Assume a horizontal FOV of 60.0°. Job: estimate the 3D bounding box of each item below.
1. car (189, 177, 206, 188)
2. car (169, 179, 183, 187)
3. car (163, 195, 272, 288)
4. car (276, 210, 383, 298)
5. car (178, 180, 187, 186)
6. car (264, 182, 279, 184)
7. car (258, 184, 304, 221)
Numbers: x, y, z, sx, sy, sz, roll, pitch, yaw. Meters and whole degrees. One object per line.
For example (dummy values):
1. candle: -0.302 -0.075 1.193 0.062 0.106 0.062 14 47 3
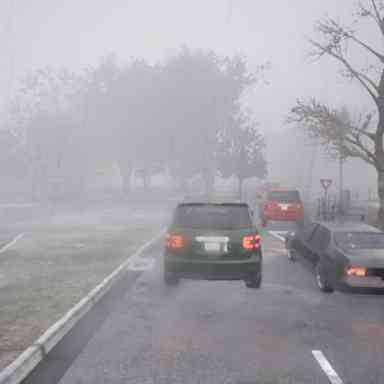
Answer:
1. car: 1.361 -1.811 63.581 2.150 2.045 5.566 -2 4 -23
2. car: -3.735 -1.950 71.241 1.882 1.535 5.008 -1 3 -12
3. car: 0.571 1.109 9.187 2.150 2.045 5.566 0 1 4
4. car: 3.785 1.456 8.539 2.033 1.411 5.357 0 1 4
5. car: -2.531 -2.386 84.924 2.033 1.411 5.357 0 2 -4
6. car: 10.399 -0.533 44.295 2.097 1.767 4.553 -1 3 -5
7. car: 5.060 0.785 19.246 2.150 2.045 5.566 1 3 10
